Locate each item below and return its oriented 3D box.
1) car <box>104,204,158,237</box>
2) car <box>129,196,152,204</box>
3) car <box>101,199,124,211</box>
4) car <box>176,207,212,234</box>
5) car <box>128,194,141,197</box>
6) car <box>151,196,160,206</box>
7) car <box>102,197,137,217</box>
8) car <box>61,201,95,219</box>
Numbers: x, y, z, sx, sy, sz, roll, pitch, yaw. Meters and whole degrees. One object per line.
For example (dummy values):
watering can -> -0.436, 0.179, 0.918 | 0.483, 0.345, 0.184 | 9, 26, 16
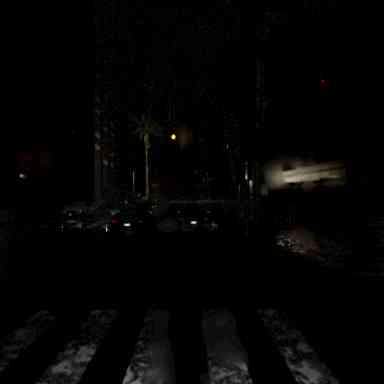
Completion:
car -> -3.154, 1.579, 18.168 | 1.994, 1.385, 4.181 | 0, 0, 0
car -> -6.589, 1.586, 42.169 | 1.812, 1.442, 4.674 | 0, 0, 0
car -> -9.847, 1.585, 41.519 | 1.812, 1.442, 4.674 | 0, 0, 0
car -> 0.092, 1.584, 19.387 | 1.994, 1.385, 4.181 | 0, 0, 0
car -> -9.808, 1.326, 56.480 | 2.150, 2.045, 5.566 | 0, 0, 0
car -> -6.566, 1.456, 55.848 | 2.097, 1.767, 4.553 | 0, 0, 0
car -> -6.610, 1.525, 29.842 | 2.128, 1.511, 4.902 | 0, 0, -2
car -> -9.849, 1.558, 29.236 | 1.812, 1.442, 4.674 | 0, 0, 0
